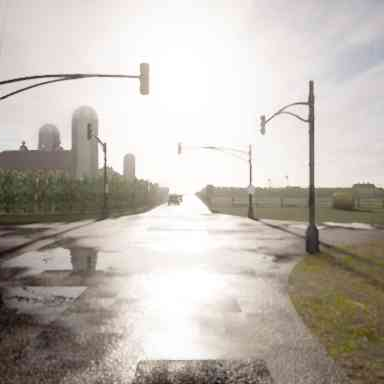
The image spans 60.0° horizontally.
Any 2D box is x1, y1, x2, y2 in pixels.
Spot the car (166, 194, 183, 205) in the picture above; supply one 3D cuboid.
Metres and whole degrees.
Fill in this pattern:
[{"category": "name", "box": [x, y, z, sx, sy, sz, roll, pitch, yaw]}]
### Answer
[{"category": "car", "box": [-2.777, 1.254, 50.963, 1.837, 1.490, 4.892, 0, 1, 0]}]
